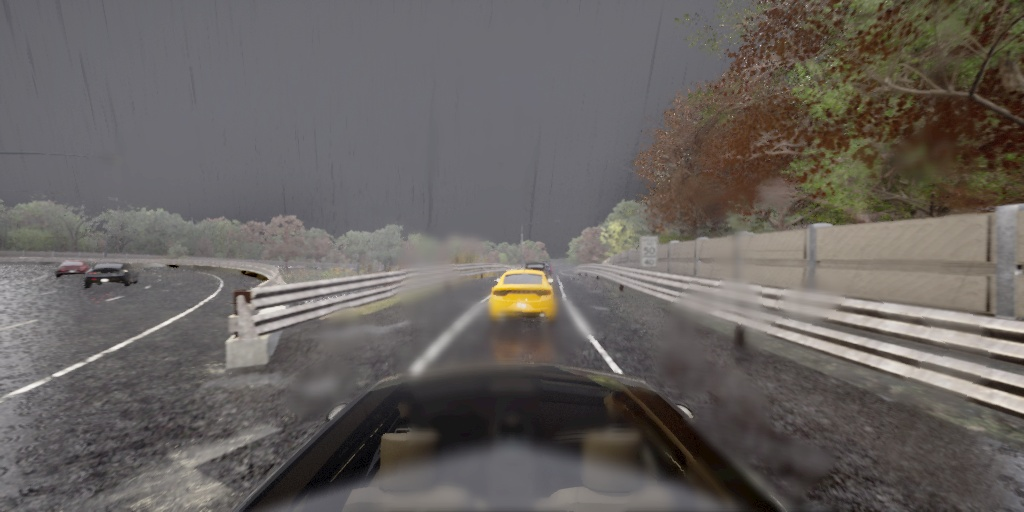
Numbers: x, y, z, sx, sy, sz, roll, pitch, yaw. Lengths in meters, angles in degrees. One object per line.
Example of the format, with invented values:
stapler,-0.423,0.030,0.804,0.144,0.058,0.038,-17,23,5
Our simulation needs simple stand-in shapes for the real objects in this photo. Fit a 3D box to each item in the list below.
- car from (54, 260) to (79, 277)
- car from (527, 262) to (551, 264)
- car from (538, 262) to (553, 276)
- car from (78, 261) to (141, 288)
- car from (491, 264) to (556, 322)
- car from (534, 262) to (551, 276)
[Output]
car,-39.304,1.120,32.194,4.674,1.442,1.812,0,0,42
car,1.735,1.224,25.850,1.837,1.490,4.892,0,-1,6
car,5.511,2.137,57.909,2.150,2.045,5.566,0,-4,8
car,-25.104,1.152,22.620,1.837,1.490,4.892,0,0,-40
car,0.438,1.202,12.263,1.882,1.535,5.008,0,0,4
car,3.702,1.589,42.734,1.882,1.535,5.008,0,-2,7
